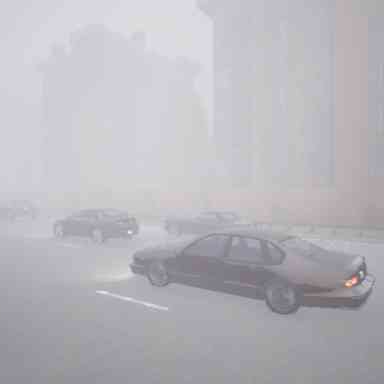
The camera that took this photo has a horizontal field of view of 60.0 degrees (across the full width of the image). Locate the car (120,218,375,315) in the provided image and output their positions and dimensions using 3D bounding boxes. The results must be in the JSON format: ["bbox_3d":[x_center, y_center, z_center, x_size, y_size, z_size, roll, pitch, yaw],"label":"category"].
[{"bbox_3d":[1.049,1.547,7.543,5.357,1.411,2.033,0,0,36],"label":"car"}]

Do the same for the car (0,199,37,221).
[{"bbox_3d":[-14.886,1.351,27.506,4.553,1.767,2.097,0,0,35],"label":"car"}]

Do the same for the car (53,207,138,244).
[{"bbox_3d":[-4.666,1.505,15.919,4.892,1.490,1.837,0,0,36],"label":"car"}]

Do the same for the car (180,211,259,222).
[{"bbox_3d":[0.870,1.601,16.269,4.718,1.301,1.895,0,0,35],"label":"car"}]
